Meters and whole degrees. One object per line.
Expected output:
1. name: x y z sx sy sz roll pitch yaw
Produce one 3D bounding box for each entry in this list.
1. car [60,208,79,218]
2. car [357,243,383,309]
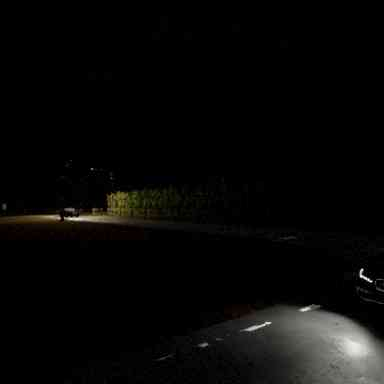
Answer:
1. car: -18.586 3.166 50.386 2.128 1.511 4.902 1 -3 -36
2. car: 5.334 1.489 6.945 4.892 1.490 1.837 0 0 -37
